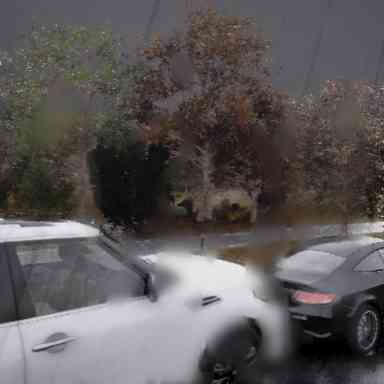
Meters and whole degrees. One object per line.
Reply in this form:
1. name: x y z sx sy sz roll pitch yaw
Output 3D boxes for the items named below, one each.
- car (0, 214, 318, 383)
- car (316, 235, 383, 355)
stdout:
1. car: -1.608 1.223 2.963 5.566 2.045 2.435 -1 0 -37
2. car: 3.009 1.517 6.065 4.674 1.452 2.002 -1 0 -33
